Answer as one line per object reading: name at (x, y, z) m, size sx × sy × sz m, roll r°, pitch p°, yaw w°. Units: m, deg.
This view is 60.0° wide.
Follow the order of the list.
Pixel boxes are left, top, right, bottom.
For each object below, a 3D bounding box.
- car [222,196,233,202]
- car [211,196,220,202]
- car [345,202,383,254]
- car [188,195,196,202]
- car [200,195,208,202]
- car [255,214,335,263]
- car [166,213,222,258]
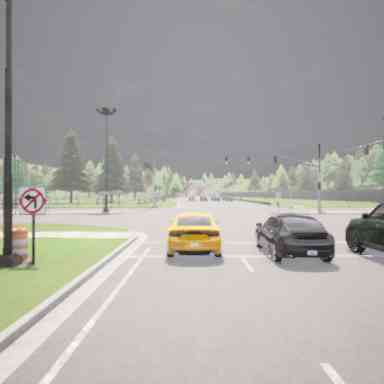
car at (10.501, 1.998, 94.616) m, size 2.033 × 1.411 × 5.357 m, roll 0°, pitch 0°, yaw 0°
car at (7.001, 1.988, 95.033) m, size 1.812 × 1.442 × 4.674 m, roll 0°, pitch 0°, yaw 0°
car at (7.070, 1.274, 10.687) m, size 2.150 × 2.045 × 5.566 m, roll 0°, pitch 0°, yaw 0°
car at (0.001, 1.819, 95.004) m, size 2.097 × 1.767 × 4.553 m, roll 0°, pitch 0°, yaw 0°
car at (3.501, 1.984, 94.616) m, size 2.128 × 1.511 × 4.902 m, roll 0°, pitch 0°, yaw 0°
car at (3.580, 1.567, 12.277) m, size 1.837 × 1.490 × 4.892 m, roll 0°, pitch 0°, yaw 0°
car at (0.082, 1.543, 13.050) m, size 1.882 × 1.535 × 5.008 m, roll 0°, pitch 0°, yaw 0°
